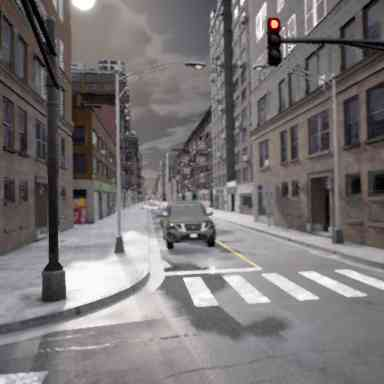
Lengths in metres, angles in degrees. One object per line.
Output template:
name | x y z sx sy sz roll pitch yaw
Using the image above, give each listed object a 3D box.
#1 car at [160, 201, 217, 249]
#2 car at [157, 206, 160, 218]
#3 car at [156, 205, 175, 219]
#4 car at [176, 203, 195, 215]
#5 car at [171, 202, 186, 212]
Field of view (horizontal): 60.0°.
car | -0.283 1.518 16.640 2.150 2.045 5.566 -1 -1 -7
car | -1.612 2.023 26.838 2.033 1.411 5.357 -1 -1 -7
car | -3.147 2.283 38.691 1.895 1.301 4.718 -1 -1 -7
car | -0.988 2.300 46.373 2.033 1.411 5.357 -1 -1 -7
car | -2.339 2.419 56.259 2.128 1.511 4.902 -1 -1 -7
